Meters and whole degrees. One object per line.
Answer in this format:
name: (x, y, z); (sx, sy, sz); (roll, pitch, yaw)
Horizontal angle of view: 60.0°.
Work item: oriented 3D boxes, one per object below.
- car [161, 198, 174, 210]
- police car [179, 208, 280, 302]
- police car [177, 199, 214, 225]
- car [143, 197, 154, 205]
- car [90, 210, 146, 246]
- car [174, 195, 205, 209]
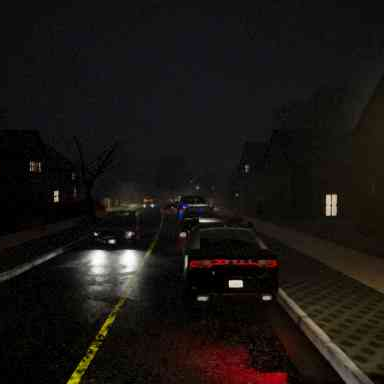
car: (-2.812, 1.742, 45.619); (1.895, 1.301, 4.718); (0, 0, -7)
police car: (0.713, 1.426, 8.476); (1.930, 1.638, 5.238); (0, 0, -1)
police car: (0.334, 1.445, 18.534); (1.930, 1.638, 5.238); (0, 0, -3)
car: (-8.693, 1.804, 66.320); (1.882, 1.535, 5.008); (0, -1, -10)
car: (-3.236, 1.566, 15.688); (2.033, 1.411, 5.357); (0, 0, -3)
car: (-0.014, 1.264, 24.484); (2.150, 2.045, 5.566); (0, 0, -4)
